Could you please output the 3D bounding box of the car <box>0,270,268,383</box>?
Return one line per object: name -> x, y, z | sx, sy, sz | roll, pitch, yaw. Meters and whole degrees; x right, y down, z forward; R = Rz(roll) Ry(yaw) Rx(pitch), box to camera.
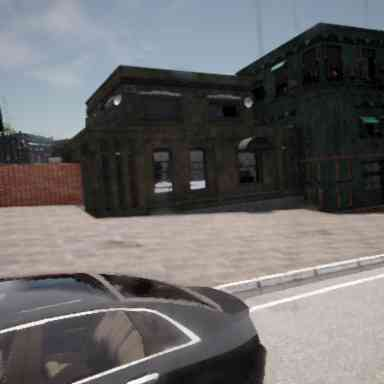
car -> -1.578, 1.495, 2.419 | 4.892, 1.490, 1.837 | 0, 0, -34
